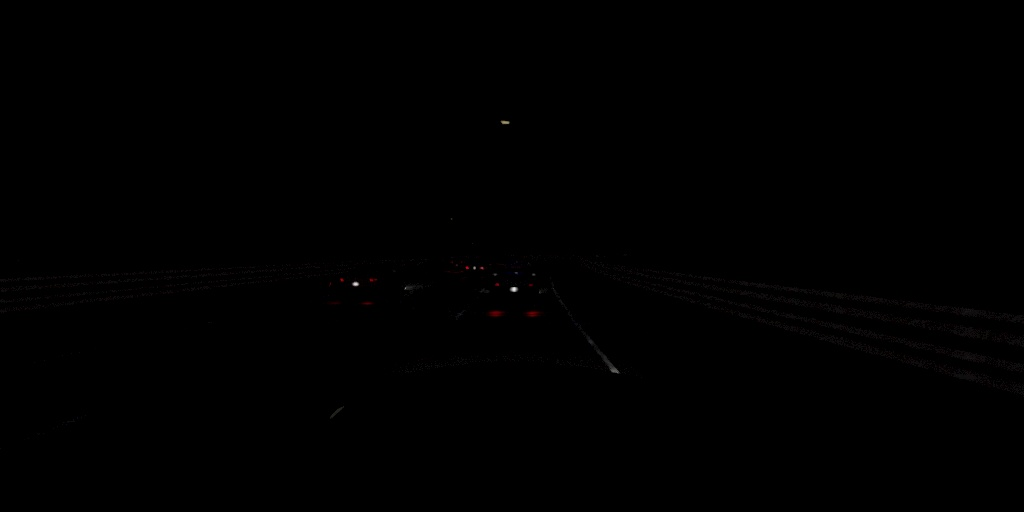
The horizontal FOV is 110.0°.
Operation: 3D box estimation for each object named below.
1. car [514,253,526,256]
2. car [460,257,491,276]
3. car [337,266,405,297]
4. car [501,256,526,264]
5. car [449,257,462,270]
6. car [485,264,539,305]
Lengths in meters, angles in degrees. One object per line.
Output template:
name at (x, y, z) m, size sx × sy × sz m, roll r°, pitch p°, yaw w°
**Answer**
car at (1.250, 0.735, 60.080) m, size 1.837 × 1.490 × 4.892 m, roll 0°, pitch 0°, yaw 2°
car at (-3.019, 1.034, 32.368) m, size 2.033 × 1.411 × 5.357 m, roll 0°, pitch 1°, yaw 2°
car at (-6.783, 1.181, 17.640) m, size 1.994 × 1.385 × 4.181 m, roll 0°, pitch 0°, yaw 1°
car at (0.366, 1.008, 28.414) m, size 1.882 × 1.535 × 5.008 m, roll 0°, pitch 1°, yaw 1°
car at (-6.154, 0.855, 42.755) m, size 1.882 × 1.535 × 5.008 m, roll 0°, pitch 1°, yaw 2°
car at (0.104, 1.212, 15.516) m, size 1.994 × 1.385 × 4.181 m, roll 0°, pitch 0°, yaw 1°
